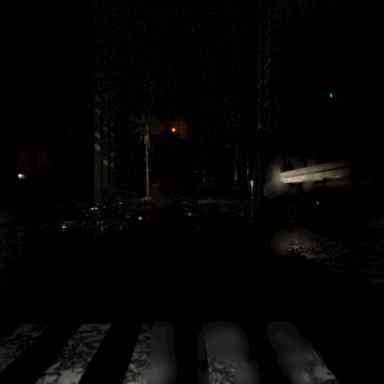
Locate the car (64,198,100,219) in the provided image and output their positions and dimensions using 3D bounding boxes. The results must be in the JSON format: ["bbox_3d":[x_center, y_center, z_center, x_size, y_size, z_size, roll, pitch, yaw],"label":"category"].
[{"bbox_3d":[-9.792,1.541,29.847,1.882,1.535,5.008,0,0,0],"label":"car"}]

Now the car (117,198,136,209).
[{"bbox_3d":[-9.744,1.697,49.754,1.994,1.385,4.181,0,0,0],"label":"car"}]

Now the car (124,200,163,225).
[{"bbox_3d":[-3.279,1.574,24.461,1.812,1.442,4.674,0,0,4],"label":"car"}]

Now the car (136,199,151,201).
[{"bbox_3d":[-6.528,1.583,39.051,2.128,1.511,4.902,0,0,0],"label":"car"}]

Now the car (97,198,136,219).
[{"bbox_3d":[-6.546,1.540,29.583,1.882,1.535,5.008,0,0,0],"label":"car"}]

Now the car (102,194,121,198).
[{"bbox_3d":[-9.780,1.316,39.793,2.150,2.045,5.566,0,0,0],"label":"car"}]

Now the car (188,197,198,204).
[{"bbox_3d":[0.233,1.784,69.812,1.994,1.385,4.181,0,0,0],"label":"car"}]

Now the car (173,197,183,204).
[{"bbox_3d":[-3.017,1.784,69.793,1.994,1.385,4.181,0,0,0],"label":"car"}]
